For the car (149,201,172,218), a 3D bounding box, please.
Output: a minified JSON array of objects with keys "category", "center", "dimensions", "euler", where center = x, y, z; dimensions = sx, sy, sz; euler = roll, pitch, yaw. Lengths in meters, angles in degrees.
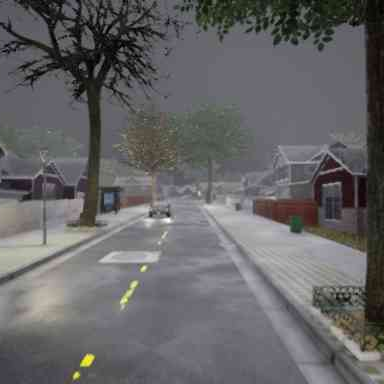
[{"category":"car","center":[-2.878,1.548,30.975],"dimensions":[1.812,1.442,4.674],"euler":[0,0,0]}]
